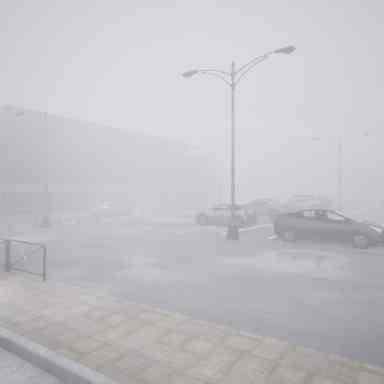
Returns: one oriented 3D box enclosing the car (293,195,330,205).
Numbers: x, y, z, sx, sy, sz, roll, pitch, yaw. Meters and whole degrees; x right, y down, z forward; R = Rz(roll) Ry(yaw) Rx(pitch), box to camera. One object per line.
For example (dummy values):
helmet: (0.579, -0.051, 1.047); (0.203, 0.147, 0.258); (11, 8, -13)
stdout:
car: (12.892, 1.265, 37.304); (3.866, 1.878, 1.905); (0, 0, 35)

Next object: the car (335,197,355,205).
car: (24.976, 1.562, 55.076); (3.633, 1.501, 1.845); (0, 0, 35)

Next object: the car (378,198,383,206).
car: (29.351, 1.575, 48.383); (3.806, 1.475, 1.970); (0, 0, 35)

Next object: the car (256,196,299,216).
car: (5.563, 1.342, 26.817); (5.027, 1.636, 2.152); (0, 0, 35)

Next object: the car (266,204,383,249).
car: (5.832, 1.489, 14.331); (4.514, 1.523, 2.007); (0, 0, 35)

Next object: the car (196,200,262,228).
car: (2.152, 1.420, 21.371); (3.806, 1.475, 1.970); (0, 0, 35)

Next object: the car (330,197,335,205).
car: (14.218, 1.285, 39.922); (4.605, 1.855, 1.932); (0, 0, 35)

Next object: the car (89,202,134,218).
car: (-7.755, 1.694, 32.305); (1.812, 1.442, 4.674); (0, 0, 35)
